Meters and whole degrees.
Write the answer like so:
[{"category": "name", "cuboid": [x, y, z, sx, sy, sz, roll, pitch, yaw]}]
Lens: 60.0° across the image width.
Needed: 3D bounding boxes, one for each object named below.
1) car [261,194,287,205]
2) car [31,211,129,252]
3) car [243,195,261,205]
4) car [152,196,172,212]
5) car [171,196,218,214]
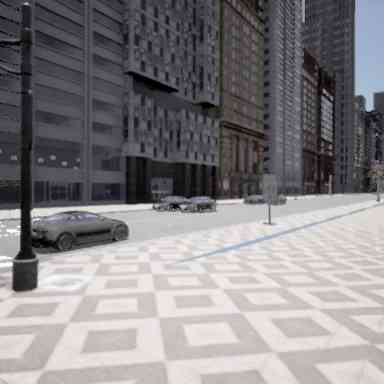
[{"category": "car", "cuboid": [12.283, 1.134, 48.249, 1.837, 1.490, 4.892, 1, 1, 36]}, {"category": "car", "cuboid": [-4.563, 1.452, 13.652, 1.994, 1.385, 4.181, 0, 1, 34]}, {"category": "car", "cuboid": [9.650, 1.137, 50.154, 2.033, 1.411, 5.357, 1, 1, 36]}, {"category": "car", "cuboid": [-2.003, 1.193, 34.170, 2.128, 1.511, 4.902, 1, 1, 36]}, {"category": "car", "cuboid": [0.620, 1.217, 32.251, 2.128, 1.511, 4.902, 1, 1, 36]}]
